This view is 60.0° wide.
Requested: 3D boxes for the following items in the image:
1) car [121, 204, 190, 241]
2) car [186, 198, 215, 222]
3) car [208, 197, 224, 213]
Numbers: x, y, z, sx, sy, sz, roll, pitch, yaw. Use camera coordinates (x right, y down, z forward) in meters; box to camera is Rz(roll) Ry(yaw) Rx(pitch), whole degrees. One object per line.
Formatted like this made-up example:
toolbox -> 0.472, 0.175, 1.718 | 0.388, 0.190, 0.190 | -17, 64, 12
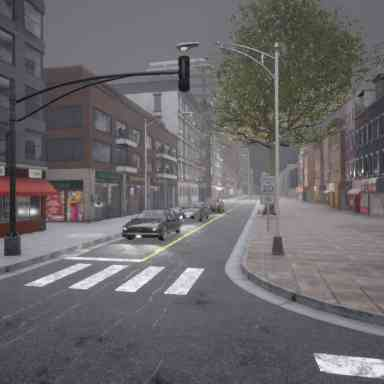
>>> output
car -> -1.809, 1.556, 17.209 | 2.033, 1.411, 5.357 | 0, 0, 12
car -> 0.225, 1.492, 26.753 | 2.128, 1.511, 4.902 | 0, 0, 12
car -> 2.307, 1.347, 36.497 | 2.097, 1.767, 4.553 | 0, 0, 12
